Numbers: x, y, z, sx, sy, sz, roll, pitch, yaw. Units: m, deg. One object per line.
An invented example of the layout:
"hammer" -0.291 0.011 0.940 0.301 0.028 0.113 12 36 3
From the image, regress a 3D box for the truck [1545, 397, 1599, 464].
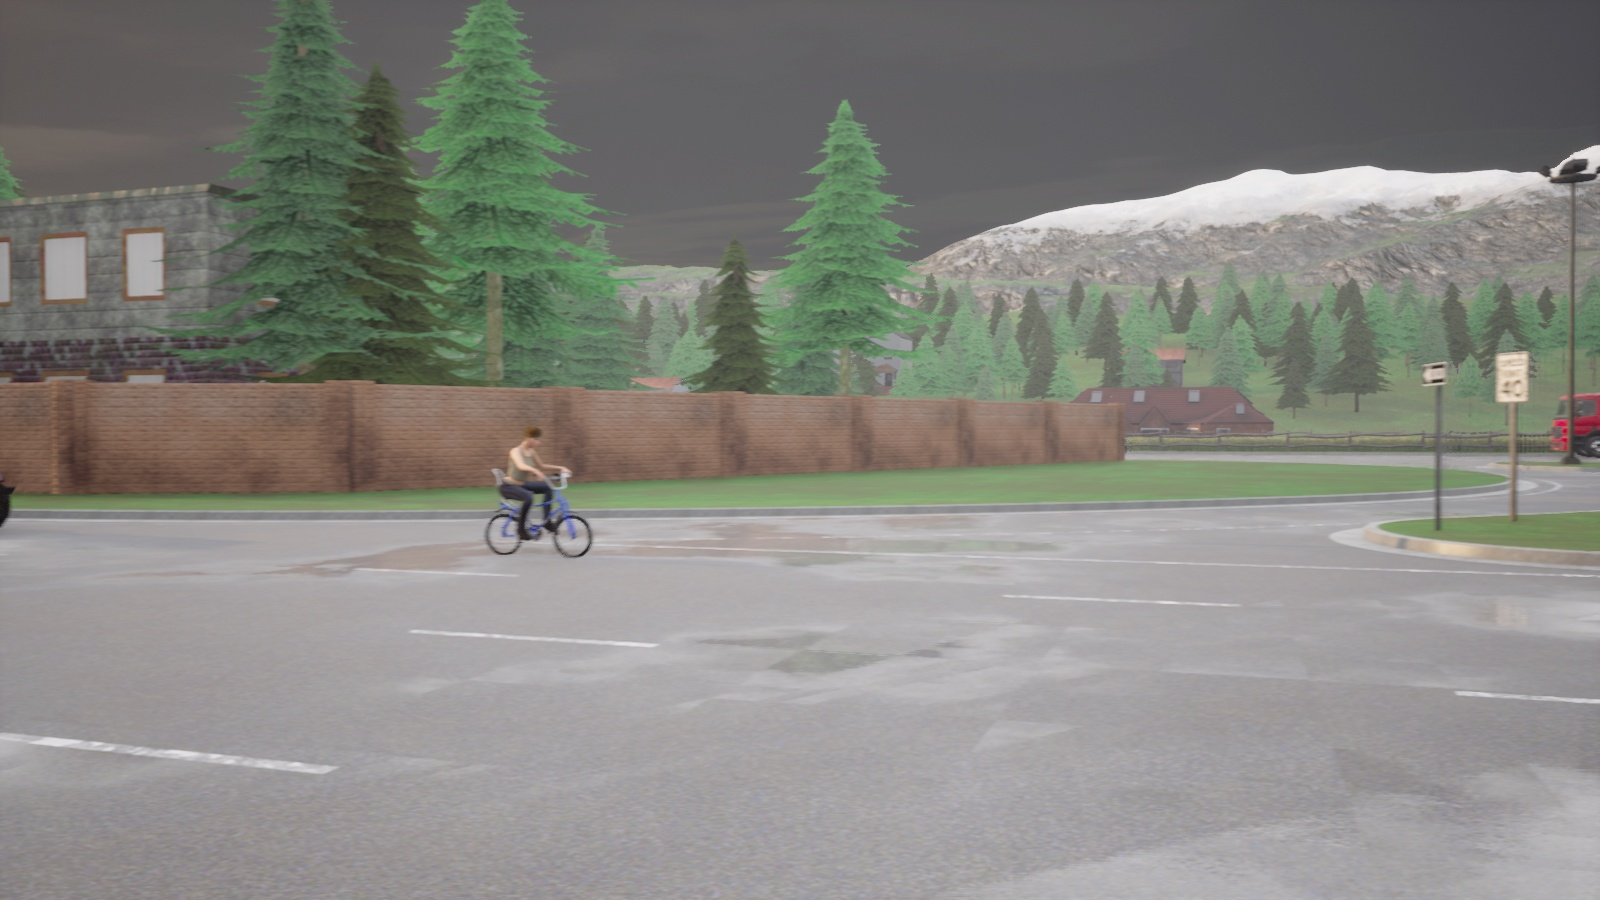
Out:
"truck" 43.772 -0.986 65.570 7.936 3.462 2.891 1 1 19

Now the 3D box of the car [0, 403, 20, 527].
"car" -14.134 0.210 19.023 3.866 1.878 1.905 1 1 19

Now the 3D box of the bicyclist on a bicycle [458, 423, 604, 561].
"bicyclist on a bicycle" -3.289 0.481 15.381 1.509 1.612 0.866 1 1 19
